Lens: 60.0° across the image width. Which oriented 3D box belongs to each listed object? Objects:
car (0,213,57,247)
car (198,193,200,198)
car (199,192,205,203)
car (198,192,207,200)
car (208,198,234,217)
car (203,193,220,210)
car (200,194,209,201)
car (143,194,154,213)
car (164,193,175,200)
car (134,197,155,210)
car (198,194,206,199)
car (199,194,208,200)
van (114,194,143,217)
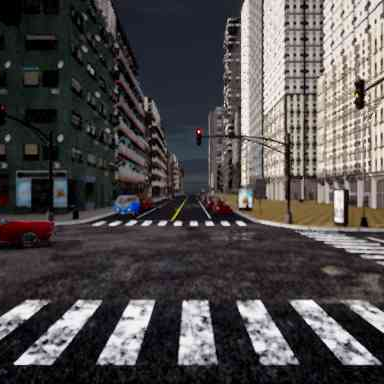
[{"bbox_3d":[-8.090,1.500,13.540,4.718,1.301,1.895,2,0,-14],"label":"car"},{"bbox_3d":[2.694,1.264,68.099,2.008,1.369,4.403,0,0,0],"label":"car"},{"bbox_3d":[2.695,1.195,57.043,1.967,1.590,4.097,0,0,0],"label":"car"},{"bbox_3d":[2.695,0.969,84.681,2.192,1.841,5.009,0,0,0],"label":"car"},{"bbox_3d":[2.696,1.451,29.406,1.802,1.307,4.206,0,0,0],"label":"car"},{"bbox_3d":[2.696,1.262,40.461,1.967,1.590,4.097,0,0,0],"label":"car"},{"bbox_3d":[2.694,1.238,73.627,1.887,1.381,4.507,0,0,0],"label":"car"},{"bbox_3d":[-5.683,1.160,34.933,2.192,1.841,5.009,0,0,0],"label":"car"},{"bbox_3d":[-5.686,1.113,79.154,1.967,1.590,4.097,0,0,0],"label":"car"},{"bbox_3d":[-5.685,1.366,40.462,1.887,1.381,4.507,0,0,0],"label":"car"},{"bbox_3d":[2.693,1.185,90.209,2.008,1.369,4.403,0,0,0],"label":"car"},{"bbox_3d":[2.693,1.255,79.154,1.802,1.307,4.206,0,0,0],"label":"car"},{"bbox_3d":[-5.683,1.210,29.406,1.690,1.788,3.998,0,0,0],"label":"van"}]
